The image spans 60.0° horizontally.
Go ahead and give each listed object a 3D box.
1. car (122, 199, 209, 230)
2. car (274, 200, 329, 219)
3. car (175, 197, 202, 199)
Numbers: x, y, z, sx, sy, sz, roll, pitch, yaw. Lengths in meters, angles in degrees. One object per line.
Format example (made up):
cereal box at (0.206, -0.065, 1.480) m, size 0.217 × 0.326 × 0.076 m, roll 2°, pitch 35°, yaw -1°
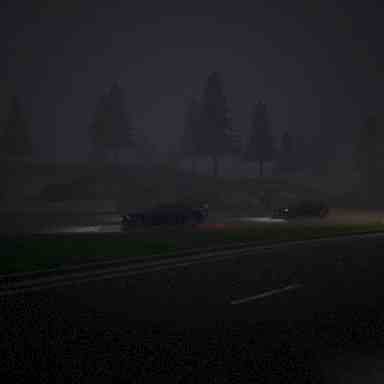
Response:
car at (-1.729, 1.407, 20.446) m, size 5.008 × 1.535 × 1.882 m, roll 0°, pitch 0°, yaw -9°
car at (8.844, 1.354, 26.755) m, size 4.674 × 1.442 × 1.812 m, roll 0°, pitch 0°, yaw -21°
car at (-0.975, 1.247, 27.607) m, size 4.553 × 1.767 × 2.097 m, roll 0°, pitch 0°, yaw -10°
